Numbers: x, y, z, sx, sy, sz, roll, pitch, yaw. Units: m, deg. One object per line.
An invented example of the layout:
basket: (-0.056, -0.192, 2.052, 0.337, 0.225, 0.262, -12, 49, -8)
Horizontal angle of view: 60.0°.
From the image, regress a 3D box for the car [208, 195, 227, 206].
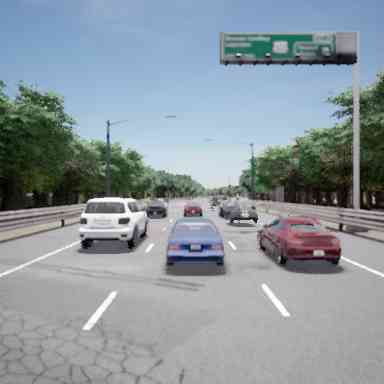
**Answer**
car: (3.584, 1.333, 43.891, 2.150, 2.045, 5.566, 0, -1, 1)

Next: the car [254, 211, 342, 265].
car: (3.599, 1.582, 11.730, 1.812, 1.442, 4.674, 0, 0, 0)

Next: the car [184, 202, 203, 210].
car: (0.114, 1.734, 34.155, 1.812, 1.442, 4.674, 0, 0, 0)

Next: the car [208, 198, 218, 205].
car: (4.261, 1.938, 69.624, 1.994, 1.385, 4.181, 0, -1, 2)

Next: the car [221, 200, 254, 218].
car: (3.497, 1.498, 23.969, 1.994, 1.385, 4.181, 0, 0, 0)

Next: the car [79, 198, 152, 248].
car: (-3.402, 1.298, 15.311, 2.150, 2.045, 5.566, 0, 0, 0)

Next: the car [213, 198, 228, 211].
car: (3.610, 1.690, 32.960, 2.128, 1.511, 4.902, 0, 0, 0)

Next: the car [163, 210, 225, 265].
car: (0.099, 1.605, 11.835, 2.033, 1.411, 5.357, 0, 0, 0)

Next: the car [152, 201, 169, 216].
car: (-3.390, 1.704, 33.068, 1.837, 1.490, 4.892, 0, 0, 0)

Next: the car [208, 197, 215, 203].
car: (4.904, 2.074, 83.488, 1.837, 1.490, 4.892, 0, -1, 3)
